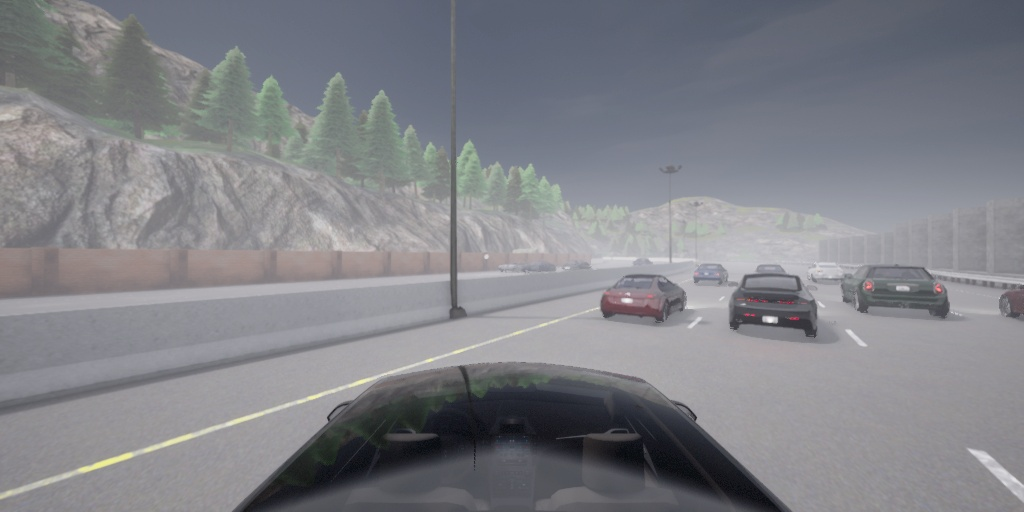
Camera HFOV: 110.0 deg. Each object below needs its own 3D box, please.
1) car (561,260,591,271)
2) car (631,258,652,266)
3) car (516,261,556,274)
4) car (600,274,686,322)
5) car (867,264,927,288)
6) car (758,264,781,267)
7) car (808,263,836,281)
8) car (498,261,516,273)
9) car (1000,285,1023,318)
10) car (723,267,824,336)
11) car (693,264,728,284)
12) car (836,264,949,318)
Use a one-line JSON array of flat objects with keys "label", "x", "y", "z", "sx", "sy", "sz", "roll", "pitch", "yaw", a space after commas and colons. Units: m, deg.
[{"label": "car", "x": 7.295, "y": 1.202, "z": 40.615, "sx": 2.128, "sy": 1.511, "sz": 4.902, "roll": 0, "pitch": 0, "yaw": 35}, {"label": "car", "x": 18.310, "y": 1.048, "z": 50.677, "sx": 2.097, "sy": 1.767, "sz": 4.553, "roll": 0, "pitch": 0, "yaw": 33}, {"label": "car", "x": 3.105, "y": 1.261, "z": 40.707, "sx": 2.033, "sy": 1.411, "sz": 5.357, "roll": 0, "pitch": 0, "yaw": 35}, {"label": "car", "x": 4.623, "y": 1.302, "z": 12.391, "sx": 1.994, "sy": 1.385, "sz": 4.181, "roll": 0, "pitch": 0, "yaw": 36}, {"label": "car", "x": 26.254, "y": 1.279, "z": 24.632, "sx": 1.994, "sy": 1.385, "sz": 4.181, "roll": 0, "pitch": 0, "yaw": 35}, {"label": "car", "x": 17.555, "y": 1.268, "z": 24.431, "sx": 2.033, "sy": 1.411, "sz": 5.357, "roll": 0, "pitch": 0, "yaw": 36}, {"label": "car", "x": 23.720, "y": 1.241, "z": 27.132, "sx": 1.812, "sy": 1.442, "sz": 4.674, "roll": 0, "pitch": 0, "yaw": 35}, {"label": "car", "x": 0.377, "y": 1.313, "z": 42.915, "sx": 1.895, "sy": 1.301, "sz": 4.718, "roll": 0, "pitch": 0, "yaw": 35}, {"label": "car", "x": 15.618, "y": 1.260, "z": 9.694, "sx": 1.812, "sy": 1.442, "sz": 4.674, "roll": 0, "pitch": 0, "yaw": 36}, {"label": "car", "x": 7.585, "y": 1.244, "z": 10.520, "sx": 1.837, "sy": 1.490, "sz": 4.892, "roll": 0, "pitch": 0, "yaw": 36}, {"label": "car", "x": 14.703, "y": 1.268, "z": 26.458, "sx": 2.033, "sy": 1.411, "sz": 5.357, "roll": 0, "pitch": 0, "yaw": 36}, {"label": "car", "x": 13.980, "y": 1.084, "z": 13.404, "sx": 2.097, "sy": 1.767, "sz": 4.553, "roll": 0, "pitch": 0, "yaw": 36}]
